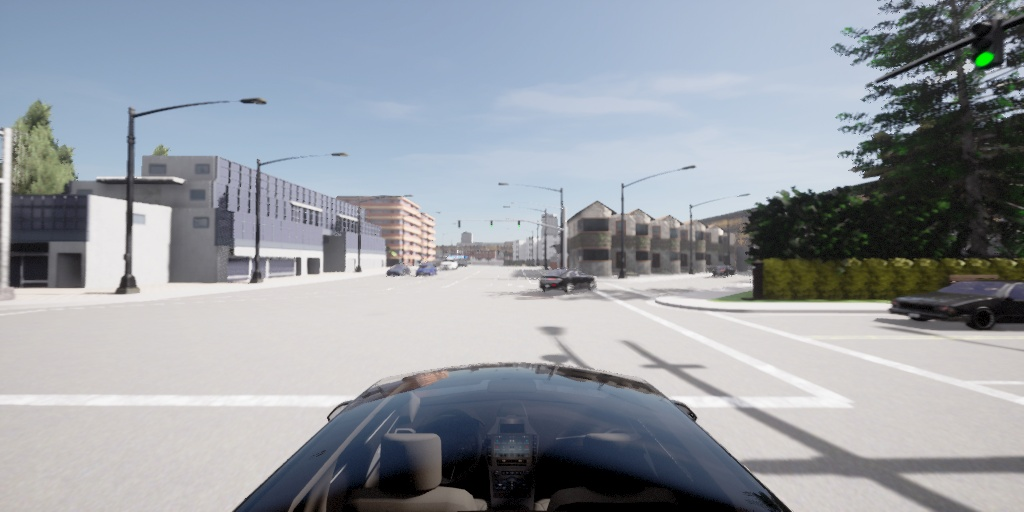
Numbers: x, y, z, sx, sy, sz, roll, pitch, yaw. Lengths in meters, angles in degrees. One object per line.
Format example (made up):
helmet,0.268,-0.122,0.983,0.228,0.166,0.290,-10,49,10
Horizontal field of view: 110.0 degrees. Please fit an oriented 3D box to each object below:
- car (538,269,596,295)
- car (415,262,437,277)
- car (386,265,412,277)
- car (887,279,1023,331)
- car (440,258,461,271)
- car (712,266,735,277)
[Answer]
car,3.611,1.587,22.766,2.128,1.511,4.902,-1,-1,39
car,-10.601,1.809,44.601,1.812,1.442,4.674,0,0,0
car,-14.101,1.826,44.946,2.033,1.411,5.357,0,0,0
car,15.038,1.438,11.032,5.357,1.411,2.033,0,-1,0
car,-10.558,1.398,60.036,2.150,2.045,5.566,0,1,1
car,28.600,2.087,48.359,2.128,1.511,4.902,-1,-2,45
